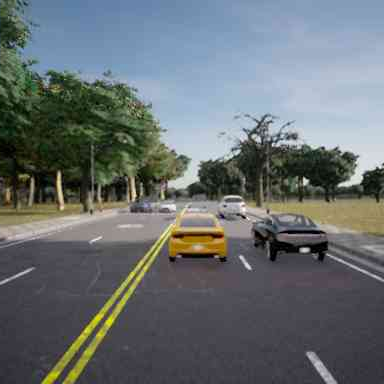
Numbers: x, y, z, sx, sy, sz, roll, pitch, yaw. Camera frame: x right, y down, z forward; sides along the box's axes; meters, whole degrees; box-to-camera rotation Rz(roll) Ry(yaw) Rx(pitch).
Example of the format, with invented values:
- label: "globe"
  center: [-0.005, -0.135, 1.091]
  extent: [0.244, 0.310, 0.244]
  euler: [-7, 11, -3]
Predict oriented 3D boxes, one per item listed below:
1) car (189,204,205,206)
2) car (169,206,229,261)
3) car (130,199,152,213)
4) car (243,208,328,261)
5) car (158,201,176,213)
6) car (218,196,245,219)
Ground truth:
- label: "car"
  center: [0.449, 1.785, 31.270]
  extent: [1.895, 1.301, 4.718]
  euler: [0, 0, 1]
- label: "car"
  center: [0.217, 1.545, 12.659]
  extent: [1.882, 1.535, 5.008]
  euler: [0, 0, 1]
- label: "car"
  center: [-6.130, 1.604, 40.277]
  extent: [2.097, 1.767, 4.553]
  euler: [0, 0, 1]
- label: "car"
  center: [3.464, 1.560, 12.538]
  extent: [2.128, 1.511, 4.902]
  euler: [0, 0, 1]
- label: "car"
  center: [-2.884, 1.777, 40.047]
  extent: [1.812, 1.442, 4.674]
  euler: [0, 0, 1]
- label: "car"
  center: [3.707, 1.411, 31.718]
  extent: [2.150, 2.045, 5.566]
  euler: [0, 0, 1]
